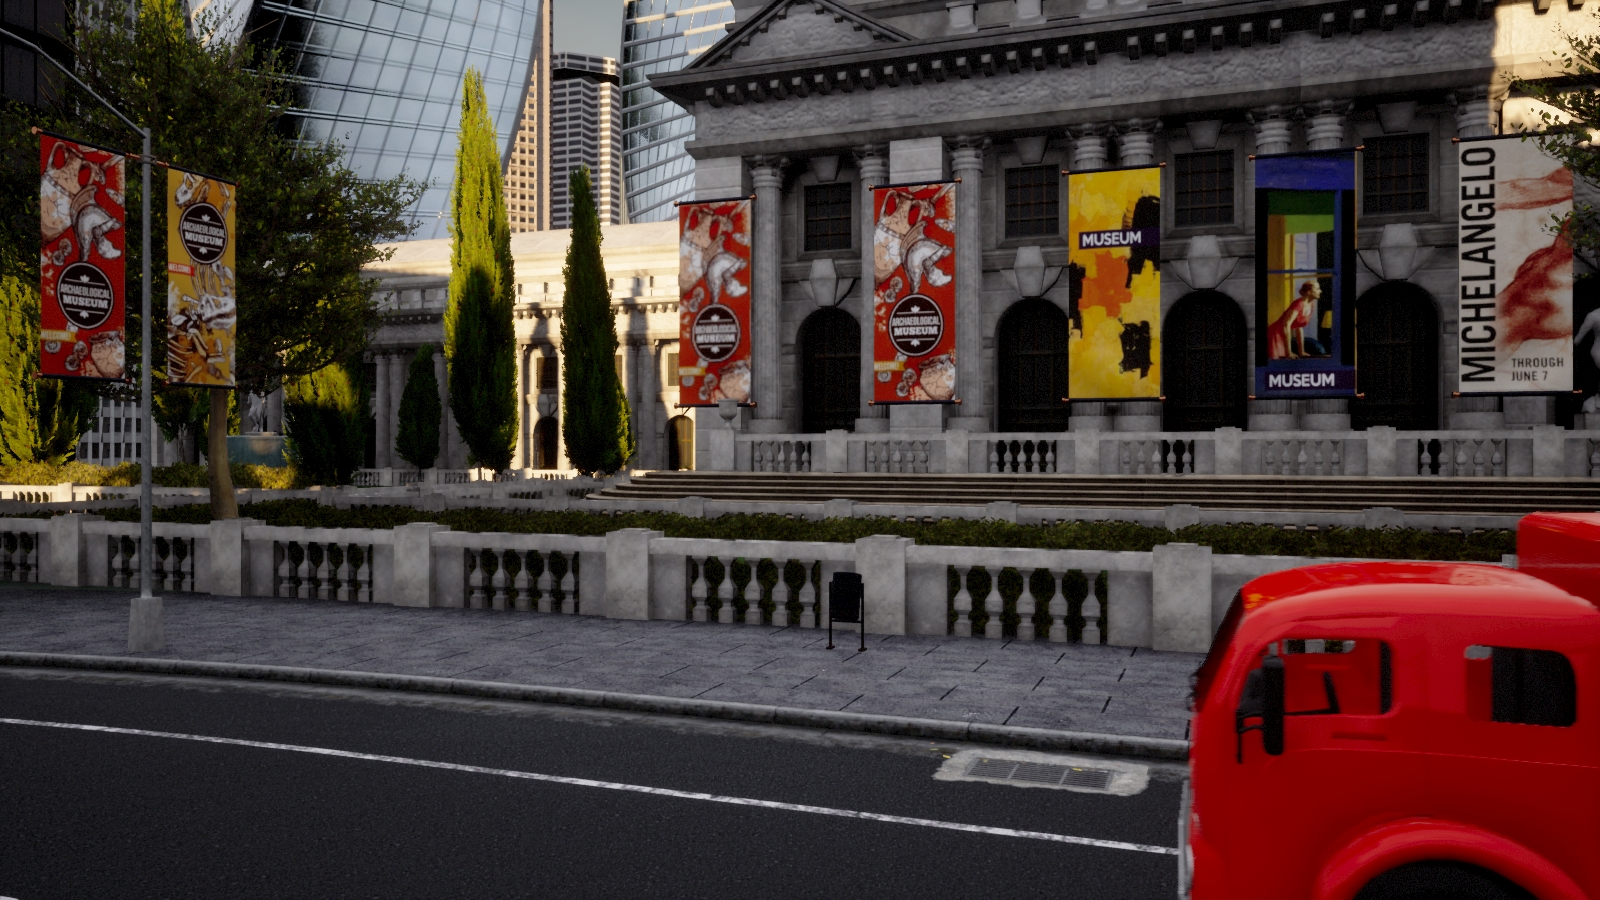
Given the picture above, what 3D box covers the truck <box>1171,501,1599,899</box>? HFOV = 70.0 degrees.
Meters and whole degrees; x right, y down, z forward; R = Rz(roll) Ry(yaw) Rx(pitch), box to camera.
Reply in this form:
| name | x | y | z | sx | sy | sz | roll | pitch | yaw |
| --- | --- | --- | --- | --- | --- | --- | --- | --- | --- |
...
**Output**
| name | x | y | z | sx | sy | sz | roll | pitch | yaw |
| --- | --- | --- | --- | --- | --- | --- | --- | --- | --- |
| truck | 4.541 | 1.568 | 5.385 | 5.204 | 2.467 | 2.627 | 0 | 0 | 20 |
